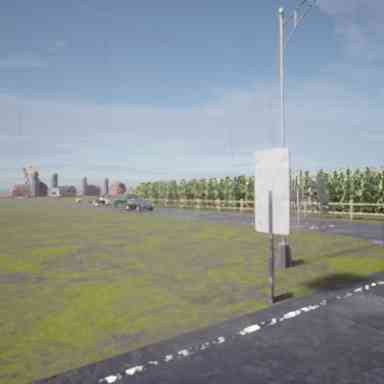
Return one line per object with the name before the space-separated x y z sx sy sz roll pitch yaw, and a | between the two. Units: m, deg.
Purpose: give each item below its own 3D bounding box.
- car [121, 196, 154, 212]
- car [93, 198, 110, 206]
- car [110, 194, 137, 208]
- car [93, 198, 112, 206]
car | -6.270 1.543 39.441 1.837 1.490 4.892 -1 0 -34
car | -15.195 1.429 52.594 1.895 1.301 4.718 -1 0 -34
car | -9.825 1.317 49.712 2.150 2.045 5.566 -1 0 -34
car | -15.774 1.717 58.299 1.812 1.442 4.674 -1 0 -34
